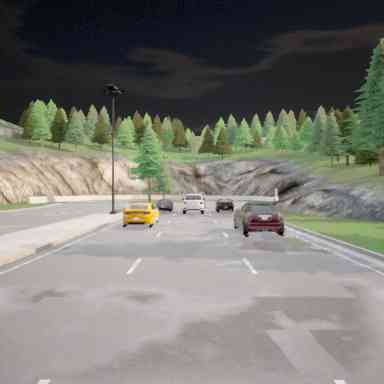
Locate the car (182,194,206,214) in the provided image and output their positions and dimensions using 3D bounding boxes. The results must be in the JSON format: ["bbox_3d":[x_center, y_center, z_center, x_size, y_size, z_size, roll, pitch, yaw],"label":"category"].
[{"bbox_3d":[0.153,1.221,35.238,2.150,2.045,5.566,0,0,0],"label":"car"}]

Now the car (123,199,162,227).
[{"bbox_3d":[-3.392,1.477,22.611,1.882,1.535,5.008,0,0,0],"label":"car"}]

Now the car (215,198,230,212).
[{"bbox_3d":[3.733,1.478,38.360,1.882,1.535,5.008,0,0,2],"label":"car"}]

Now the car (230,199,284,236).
[{"bbox_3d":[3.607,1.352,18.628,2.097,1.767,4.553,0,0,0],"label":"car"}]

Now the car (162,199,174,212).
[{"bbox_3d":[-3.216,1.563,39.267,1.994,1.385,4.181,0,0,2],"label":"car"}]

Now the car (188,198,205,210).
[{"bbox_3d":[0.666,1.564,44.585,1.994,1.385,4.181,0,0,6],"label":"car"}]
